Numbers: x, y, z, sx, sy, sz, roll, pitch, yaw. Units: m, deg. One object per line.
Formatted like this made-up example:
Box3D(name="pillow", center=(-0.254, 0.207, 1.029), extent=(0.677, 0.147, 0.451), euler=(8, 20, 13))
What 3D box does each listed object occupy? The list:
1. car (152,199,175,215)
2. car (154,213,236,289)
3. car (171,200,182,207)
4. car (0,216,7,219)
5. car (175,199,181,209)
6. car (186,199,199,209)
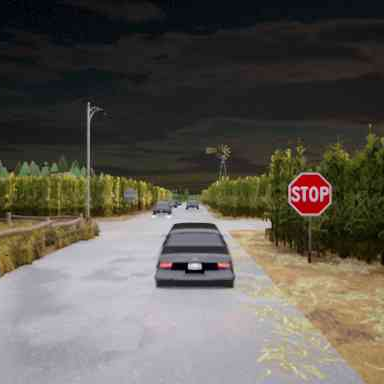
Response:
Box3D(name="car", center=(-3.174, 1.702, 36.076), extent=(1.837, 1.490, 4.892), euler=(0, 0, -1))
Box3D(name="car", center=(0.068, 1.563, 9.276), extent=(2.033, 1.411, 5.357), euler=(0, 0, 0))
Box3D(name="car", center=(-3.158, 2.217, 67.255), extent=(1.994, 1.385, 4.181), euler=(0, -1, 1))
Box3D(name="car", center=(-15.298, 1.797, 22.177), extent=(5.357, 1.411, 2.033), euler=(0, -1, 0))
Box3D(name="car", center=(-3.218, 1.759, 51.106), extent=(2.128, 1.511, 4.902), euler=(0, -1, 0))
Box3D(name="car", center=(0.074, 1.805, 50.165), extent=(2.033, 1.411, 5.357), euler=(0, -1, 0))
